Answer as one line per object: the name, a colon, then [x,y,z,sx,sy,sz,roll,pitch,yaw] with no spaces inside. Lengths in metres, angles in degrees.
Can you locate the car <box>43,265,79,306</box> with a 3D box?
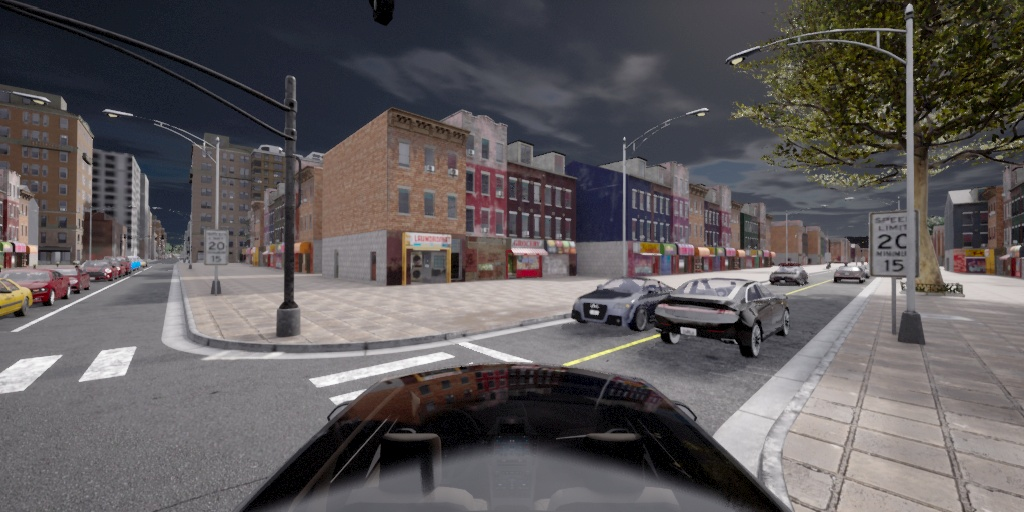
car: [-19.117,1.189,14.159,1.888,1.381,4.507,0,0,-43]

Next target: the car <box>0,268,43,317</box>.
car: [-15.167,1.184,9.947,1.751,1.417,4.829,0,0,-43]

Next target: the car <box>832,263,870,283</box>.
car: [29.308,1.551,31.117,5.357,1.411,2.033,1,-1,-43]

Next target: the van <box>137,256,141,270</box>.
van: [-45.957,0.914,42.780,1.690,1.789,3.998,0,0,-43]

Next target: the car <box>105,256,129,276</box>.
car: [-34.454,1.037,30.514,1.967,1.591,4.097,0,0,-43]

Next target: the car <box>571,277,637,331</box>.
car: [3.708,1.367,11.169,4.181,1.385,1.994,0,0,-43]

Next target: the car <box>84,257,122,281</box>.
car: [-30.620,1.046,26.425,1.967,1.591,4.097,0,0,-43]

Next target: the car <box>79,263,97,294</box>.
car: [-22.951,1.211,18.248,1.802,1.307,4.207,0,0,-43]

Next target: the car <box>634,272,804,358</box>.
car: [5.234,1.283,8.695,4.902,1.511,2.128,1,-1,-43]

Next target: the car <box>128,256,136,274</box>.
car: [-38.288,0.903,34.603,2.192,1.841,5.009,0,0,-43]

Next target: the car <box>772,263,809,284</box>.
car: [21.670,1.511,27.936,5.357,1.411,2.033,1,-1,-43]
